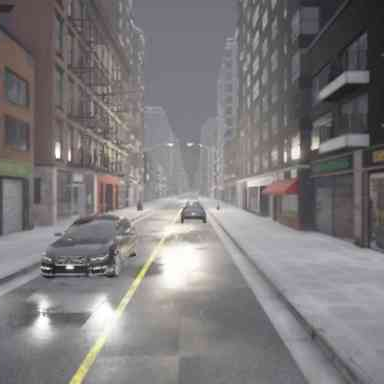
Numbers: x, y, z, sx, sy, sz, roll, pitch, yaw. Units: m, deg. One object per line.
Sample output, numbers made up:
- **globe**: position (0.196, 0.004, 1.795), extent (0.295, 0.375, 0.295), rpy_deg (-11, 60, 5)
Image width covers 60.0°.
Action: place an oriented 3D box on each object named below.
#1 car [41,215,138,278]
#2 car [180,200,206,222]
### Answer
- **car**: position (-2.839, 1.505, 10.167), extent (1.837, 1.490, 4.892), rpy_deg (0, 0, 0)
- **car**: position (0.105, 1.566, 26.361), extent (1.994, 1.385, 4.181), rpy_deg (0, 0, 0)
